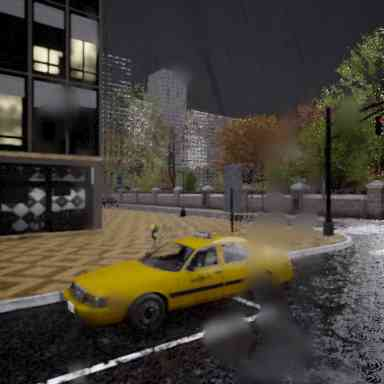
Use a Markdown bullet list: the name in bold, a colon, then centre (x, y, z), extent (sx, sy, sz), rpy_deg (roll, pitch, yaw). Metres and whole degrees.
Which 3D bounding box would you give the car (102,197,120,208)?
- **car**: centre (-12.653, 1.532, 50.640), extent (1.837, 1.490, 4.892), rpy_deg (0, 0, -34)

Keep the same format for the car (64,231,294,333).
- **car**: centre (0.024, 1.510, 6.733), extent (4.829, 1.417, 1.752), rpy_deg (0, 0, -36)
